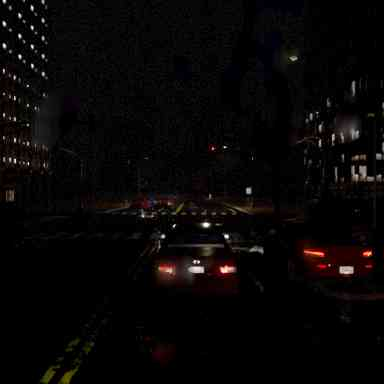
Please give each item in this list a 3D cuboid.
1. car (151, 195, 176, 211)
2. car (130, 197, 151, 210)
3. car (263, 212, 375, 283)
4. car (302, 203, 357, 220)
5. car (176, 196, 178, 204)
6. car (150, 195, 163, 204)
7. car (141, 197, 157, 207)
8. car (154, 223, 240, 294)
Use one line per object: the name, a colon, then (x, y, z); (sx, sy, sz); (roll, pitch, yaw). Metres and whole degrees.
car: (-3.407, 1.317, 40.655); (2.097, 1.767, 4.553); (0, 0, 0)
car: (-6.662, 1.440, 42.276); (1.882, 1.535, 5.008); (0, 0, 0)
car: (3.336, 1.522, 9.489); (1.812, 1.442, 4.674); (0, 0, 0)
car: (10.994, 1.594, 26.796); (4.181, 1.385, 1.994); (0, 0, -1)
car: (-3.419, 1.453, 49.547); (1.837, 1.490, 4.892); (0, 0, 0)
car: (-6.681, 1.423, 62.561); (1.837, 1.490, 4.892); (0, 0, 0)
car: (-6.676, 1.468, 52.197); (1.812, 1.442, 4.674); (0, 0, 0)
car: (0.087, 1.544, 8.904); (2.033, 1.411, 5.357); (0, 0, 0)
